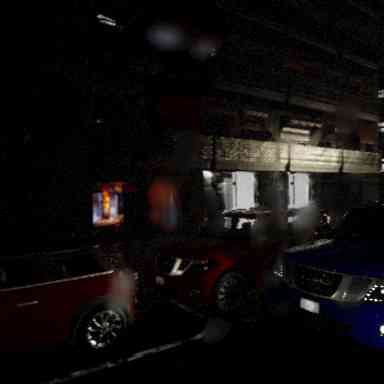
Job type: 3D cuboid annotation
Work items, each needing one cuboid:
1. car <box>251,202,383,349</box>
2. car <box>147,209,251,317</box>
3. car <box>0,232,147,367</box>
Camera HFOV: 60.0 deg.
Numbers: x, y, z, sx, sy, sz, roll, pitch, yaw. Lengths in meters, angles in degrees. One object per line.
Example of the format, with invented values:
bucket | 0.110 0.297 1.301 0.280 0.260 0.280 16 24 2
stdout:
car | 3.939 1.224 6.133 5.566 2.045 2.150 0 0 -33
car | 1.455 1.317 7.622 5.009 1.841 2.192 0 -1 -36
car | -2.945 1.440 4.478 4.097 1.590 1.967 0 -1 -35
